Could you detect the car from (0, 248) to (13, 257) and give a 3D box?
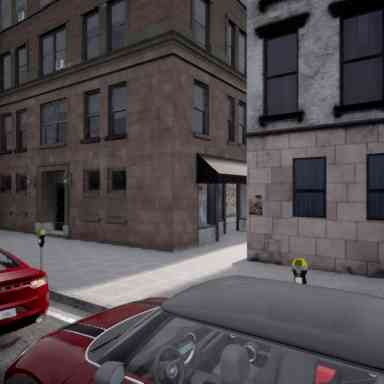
[{"bbox_3d":[-4.364,1.544,5.872,4.507,1.381,1.887,0,0,35],"label":"car"}]

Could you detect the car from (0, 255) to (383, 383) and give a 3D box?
[{"bbox_3d":[0.284,1.440,2.603,4.097,1.590,1.967,0,0,35],"label":"car"}]
